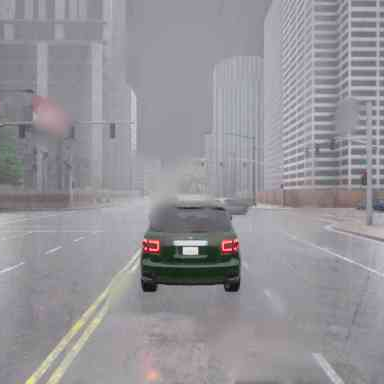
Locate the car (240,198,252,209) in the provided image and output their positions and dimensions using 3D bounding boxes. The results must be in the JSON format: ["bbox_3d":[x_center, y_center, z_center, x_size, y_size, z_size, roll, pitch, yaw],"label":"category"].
[{"bbox_3d":[2.992,1.564,30.651,4.181,1.385,1.994,0,0,-29],"label":"car"}]

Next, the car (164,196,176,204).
[{"bbox_3d":[-4.120,1.525,62.634,1.812,1.442,4.674,0,0,0],"label":"car"}]

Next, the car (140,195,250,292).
[{"bbox_3d":[-0.027,1.221,9.056,2.150,2.045,5.566,0,0,0],"label":"car"}]

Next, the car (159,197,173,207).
[{"bbox_3d":[-4.054,1.505,52.414,1.837,1.490,4.892,0,0,0],"label":"car"}]

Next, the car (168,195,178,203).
[{"bbox_3d":[-4.159,1.478,73.091,1.882,1.535,5.008,0,0,-1],"label":"car"}]

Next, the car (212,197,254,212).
[{"bbox_3d":[4.899,1.507,40.288,4.892,1.490,1.837,1,3,40],"label":"car"}]

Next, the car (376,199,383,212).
[{"bbox_3d":[21.728,1.564,33.966,4.181,1.385,1.994,0,0,-1],"label":"car"}]

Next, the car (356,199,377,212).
[{"bbox_3d":[21.074,1.477,37.458,5.008,1.535,1.882,0,0,-1],"label":"car"}]
